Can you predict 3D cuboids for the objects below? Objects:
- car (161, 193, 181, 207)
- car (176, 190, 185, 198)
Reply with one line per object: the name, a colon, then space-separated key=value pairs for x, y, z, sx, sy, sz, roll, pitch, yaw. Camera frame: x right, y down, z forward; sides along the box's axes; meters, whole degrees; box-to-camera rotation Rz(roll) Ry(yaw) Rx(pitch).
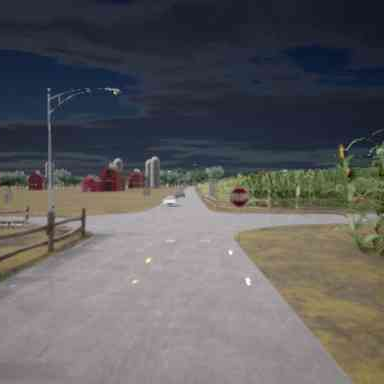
car: x=-2.746 y=1.213 z=42.658 sx=1.812 sy=1.442 sz=4.674 roll=0 pitch=2 yaw=0
car: x=-2.757 y=0.475 z=80.753 sx=2.150 sy=2.045 sz=5.566 roll=0 pitch=1 yaw=0
